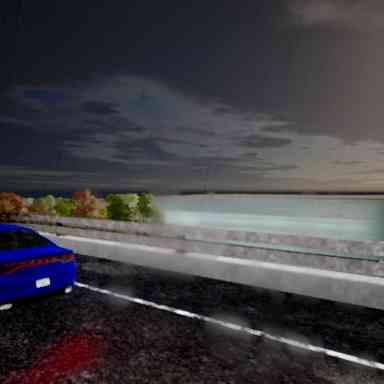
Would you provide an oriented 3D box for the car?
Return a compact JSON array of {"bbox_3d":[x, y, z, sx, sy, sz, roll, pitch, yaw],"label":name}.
[{"bbox_3d":[-4.648,1.444,7.341,5.008,1.535,1.882,0,0,36],"label":"car"}]
